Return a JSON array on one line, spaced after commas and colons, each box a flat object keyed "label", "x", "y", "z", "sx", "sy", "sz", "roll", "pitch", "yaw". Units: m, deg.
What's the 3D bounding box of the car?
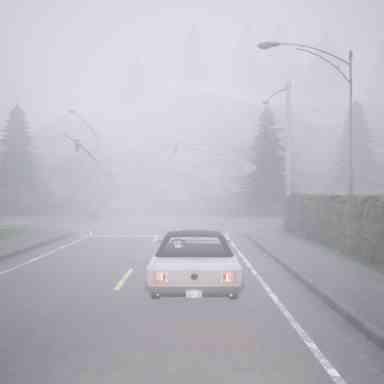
[{"label": "car", "x": 0.061, "y": 1.601, "z": 8.382, "sx": 1.895, "sy": 1.301, "sz": 4.718, "roll": 0, "pitch": 0, "yaw": 0}]
